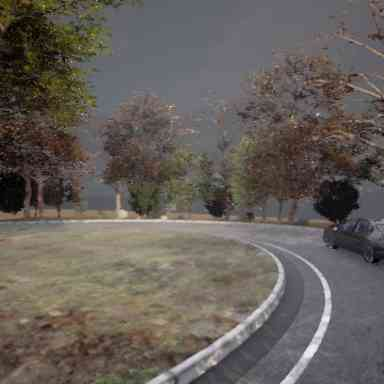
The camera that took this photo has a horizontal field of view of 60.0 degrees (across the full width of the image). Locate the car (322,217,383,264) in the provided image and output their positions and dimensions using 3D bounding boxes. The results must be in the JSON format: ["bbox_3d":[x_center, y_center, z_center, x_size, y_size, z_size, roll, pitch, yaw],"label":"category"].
[{"bbox_3d":[6.588,1.634,12.089,2.033,1.411,5.357,-1,-1,0],"label":"car"}]
